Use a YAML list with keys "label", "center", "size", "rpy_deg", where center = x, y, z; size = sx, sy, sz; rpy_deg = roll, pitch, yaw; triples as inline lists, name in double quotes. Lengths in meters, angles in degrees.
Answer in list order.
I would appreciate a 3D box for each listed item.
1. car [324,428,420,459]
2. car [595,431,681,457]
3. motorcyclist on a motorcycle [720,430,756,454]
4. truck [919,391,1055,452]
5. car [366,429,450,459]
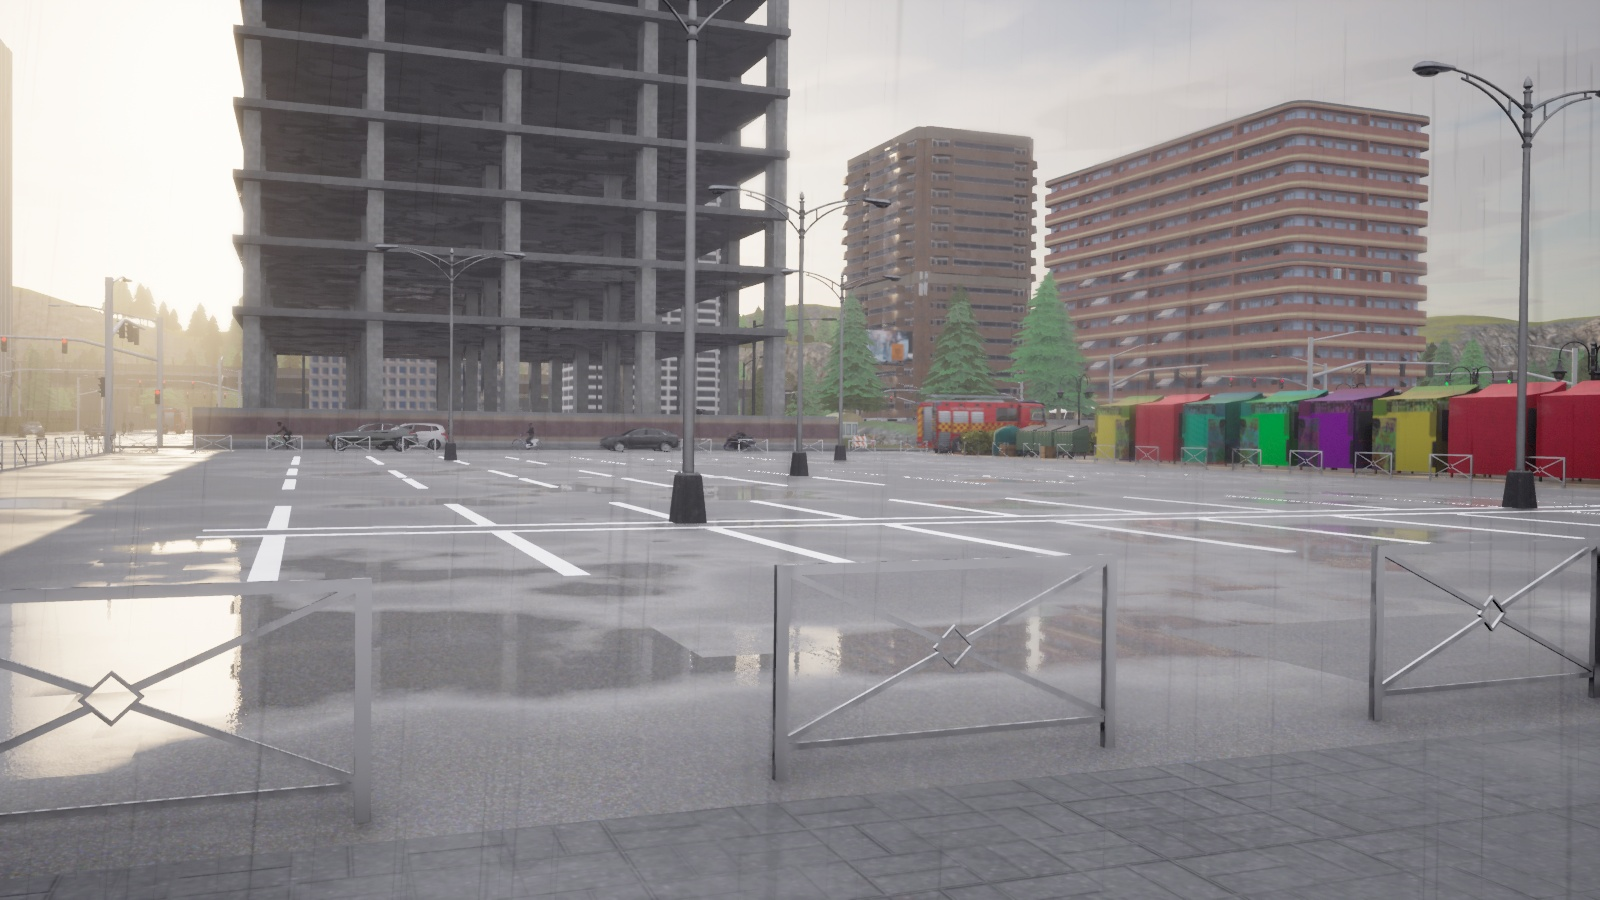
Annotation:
- label: "car"
  center: [-24.227, -0.374, 71.120]
  size: [5.027, 1.651, 2.152]
  rpy_deg: [-1, 1, -22]
- label: "car"
  center: [-9.914, -0.396, 76.846]
  size: [4.892, 1.490, 1.837]
  rpy_deg: [-1, 1, -22]
- label: "motorcyclist on a motorcycle"
  center: [-4.106, -0.527, 82.936]
  size: [2.191, 1.530, 0.866]
  rpy_deg: [-1, 1, -22]
- label: "truck"
  center: [12.193, -1.886, 81.898]
  size: [8.468, 3.827, 2.891]
  rpy_deg: [-1, 1, -22]
- label: "car"
  center: [-23.501, -0.382, 75.183]
  size: [4.611, 1.667, 2.242]
  rpy_deg: [-1, 1, -22]
